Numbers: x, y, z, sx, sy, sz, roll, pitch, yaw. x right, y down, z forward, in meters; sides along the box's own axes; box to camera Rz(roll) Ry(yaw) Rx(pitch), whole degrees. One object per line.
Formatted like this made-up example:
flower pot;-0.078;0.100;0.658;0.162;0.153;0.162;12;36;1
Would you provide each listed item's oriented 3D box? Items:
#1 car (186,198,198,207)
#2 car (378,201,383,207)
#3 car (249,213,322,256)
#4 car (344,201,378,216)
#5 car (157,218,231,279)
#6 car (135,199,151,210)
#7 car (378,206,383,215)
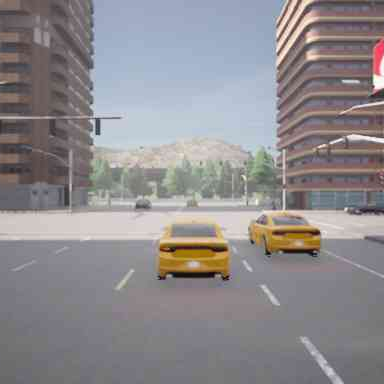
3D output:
car;0.018;1.870;58.708;1.882;1.535;5.008;0;0;0
car;20.861;1.780;32.191;4.181;1.385;1.994;0;0;0
car;3.559;1.569;13.523;1.882;1.535;5.008;0;0;0
car;18.930;1.731;35.677;4.902;1.511;2.128;0;0;0
car;0.051;1.547;10.268;1.882;1.535;5.008;0;0;0
car;-7.138;1.804;48.847;1.882;1.535;5.008;0;0;0
car;3.598;1.235;1.661;2.150;2.045;5.566;0;0;0
